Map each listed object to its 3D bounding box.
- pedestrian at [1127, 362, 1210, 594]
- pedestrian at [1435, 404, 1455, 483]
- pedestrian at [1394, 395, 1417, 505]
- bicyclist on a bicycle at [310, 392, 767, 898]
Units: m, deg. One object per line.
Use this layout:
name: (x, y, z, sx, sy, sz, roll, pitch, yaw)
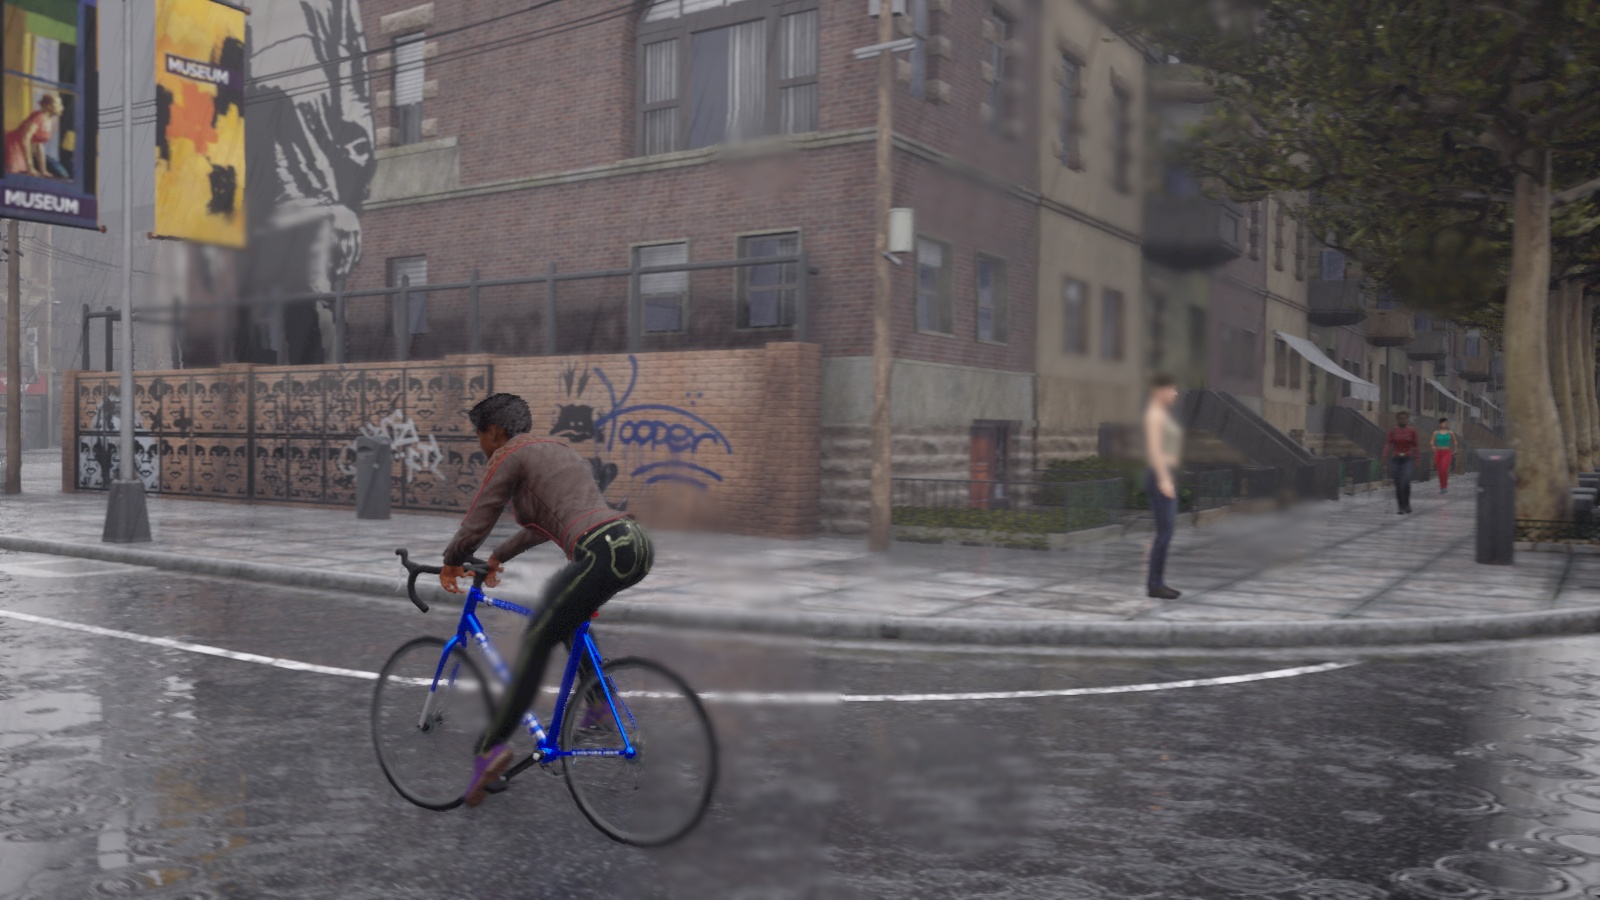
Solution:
pedestrian: (2.994, 0.222, 10.192, 0.594, 1.836, 0.345, 0, 1, 25)
pedestrian: (15.302, -0.157, 29.789, 0.345, 1.836, 0.594, 0, 1, 36)
pedestrian: (10.369, 0.001, 21.501, 0.331, 1.846, 0.636, 0, 1, 27)
bicyclist on a bicycle: (-0.995, 0.630, 4.662, 1.656, 1.620, 0.582, 0, 0, 27)
